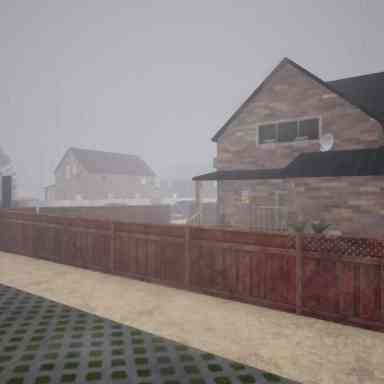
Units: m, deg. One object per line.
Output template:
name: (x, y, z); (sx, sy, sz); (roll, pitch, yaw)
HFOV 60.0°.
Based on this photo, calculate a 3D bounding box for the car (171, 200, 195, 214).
car: (-0.880, 1.712, 39.117); (1.837, 1.490, 4.892); (0, -1, 35)

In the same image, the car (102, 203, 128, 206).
car: (-7.130, 1.684, 30.334); (2.033, 1.411, 5.357); (0, 0, 35)

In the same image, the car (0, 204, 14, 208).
car: (-13.252, 1.578, 21.632); (1.837, 1.490, 4.892); (0, 0, 34)
